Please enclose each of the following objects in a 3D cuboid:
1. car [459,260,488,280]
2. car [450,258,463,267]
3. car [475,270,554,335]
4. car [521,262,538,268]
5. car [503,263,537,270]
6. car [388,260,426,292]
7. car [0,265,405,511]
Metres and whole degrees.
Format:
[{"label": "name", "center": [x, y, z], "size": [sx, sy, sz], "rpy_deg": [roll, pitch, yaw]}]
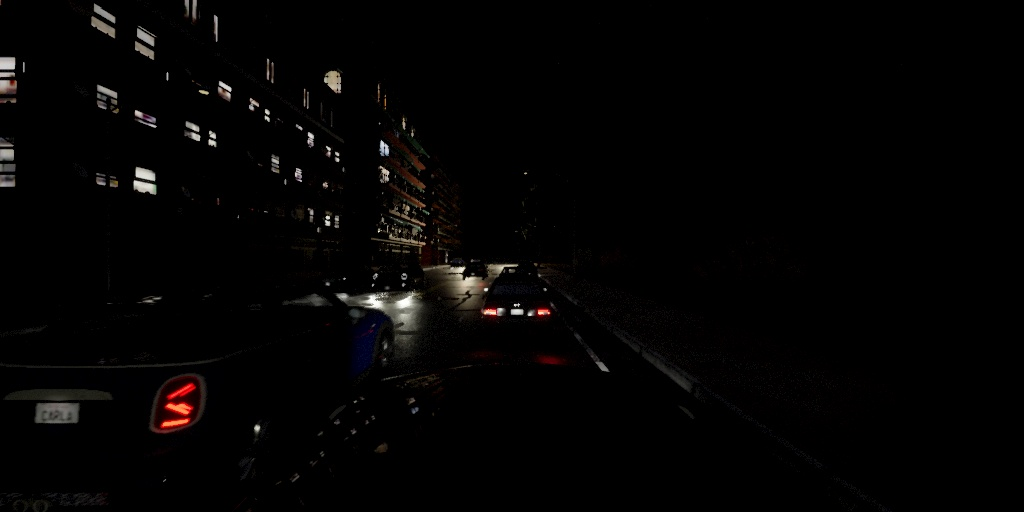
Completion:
[{"label": "car", "center": [-3.123, 1.280, 30.988], "size": [1.812, 1.442, 4.674], "rpy_deg": [0, 0, 0]}, {"label": "car", "center": [-9.746, 1.104, 63.883], "size": [2.097, 1.767, 4.553], "rpy_deg": [0, 0, 1]}, {"label": "car", "center": [0.110, 1.299, 10.525], "size": [2.033, 1.411, 5.357], "rpy_deg": [0, 0, 0]}, {"label": "car", "center": [1.165, 1.259, 30.653], "size": [1.837, 1.490, 4.892], "rpy_deg": [0, 0, 0]}, {"label": "car", "center": [0.118, 1.300, 20.886], "size": [2.033, 1.411, 5.357], "rpy_deg": [0, 0, 0]}, {"label": "car", "center": [-6.582, 1.105, 21.160], "size": [2.097, 1.767, 4.553], "rpy_deg": [0, 0, 0]}, {"label": "car", "center": [-3.148, 1.104, 4.610], "size": [2.097, 1.767, 4.553], "rpy_deg": [0, 0, 0]}]
